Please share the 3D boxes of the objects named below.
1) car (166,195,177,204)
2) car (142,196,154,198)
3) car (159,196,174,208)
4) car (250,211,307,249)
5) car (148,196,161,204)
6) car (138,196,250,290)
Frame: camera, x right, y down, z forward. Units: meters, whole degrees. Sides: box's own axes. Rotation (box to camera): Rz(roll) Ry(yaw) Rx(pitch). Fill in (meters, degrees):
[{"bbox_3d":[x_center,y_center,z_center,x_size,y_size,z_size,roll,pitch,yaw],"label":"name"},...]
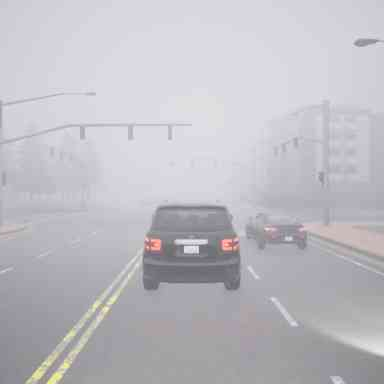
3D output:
[{"bbox_3d":[-3.882,1.477,63.747,1.882,1.535,5.008,0,0,0],"label":"car"},{"bbox_3d":[-7.348,1.477,53.045,1.882,1.535,5.008,0,0,-1],"label":"car"},{"bbox_3d":[-3.845,1.477,50.467,1.882,1.535,5.008,0,0,0],"label":"car"},{"bbox_3d":[3.507,1.526,14.366,1.812,1.442,4.674,0,0,0],"label":"car"},{"bbox_3d":[-7.372,1.490,66.118,2.128,1.511,4.902,0,0,0],"label":"car"},{"bbox_3d":[0.002,1.221,9.199,2.150,2.045,5.566,0,0,0],"label":"car"}]
